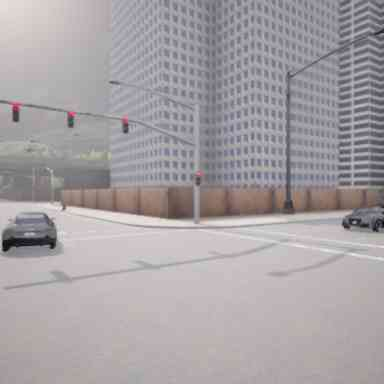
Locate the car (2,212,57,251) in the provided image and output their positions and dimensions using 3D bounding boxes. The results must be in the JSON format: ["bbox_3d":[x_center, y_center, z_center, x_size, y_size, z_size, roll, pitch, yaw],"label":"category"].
[{"bbox_3d":[-6.924,1.564,14.362,1.994,1.385,4.181,0,0,-24],"label":"car"}]

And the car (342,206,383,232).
[{"bbox_3d":[10.995,1.564,20.227,4.181,1.385,1.994,0,0,-34],"label":"car"}]
